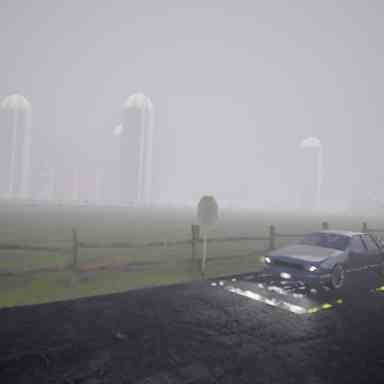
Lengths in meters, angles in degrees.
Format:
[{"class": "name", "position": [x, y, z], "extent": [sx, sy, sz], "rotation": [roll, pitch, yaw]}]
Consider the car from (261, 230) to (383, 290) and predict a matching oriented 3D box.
[{"class": "car", "position": [4.550, 1.920, 10.359], "extent": [5.357, 1.411, 2.033], "rotation": [3, -2, -38]}]
